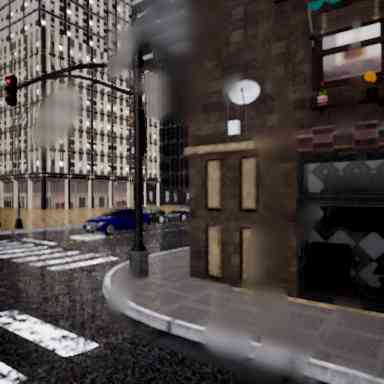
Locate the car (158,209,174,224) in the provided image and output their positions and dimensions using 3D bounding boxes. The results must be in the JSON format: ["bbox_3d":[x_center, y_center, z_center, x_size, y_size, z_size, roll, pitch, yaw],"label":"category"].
[{"bbox_3d":[-3.818,1.860,26.131,2.008,1.369,4.403,-1,-2,35],"label":"car"}]

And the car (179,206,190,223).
[{"bbox_3d":[1.341,1.844,28.720,1.882,1.535,5.008,0,-1,35],"label":"car"}]

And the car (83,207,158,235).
[{"bbox_3d":[-4.463,1.745,20.454,1.812,1.442,4.674,0,-1,33],"label":"car"}]

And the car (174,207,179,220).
[{"bbox_3d":[-0.616,1.941,30.688,2.008,1.369,4.403,-1,-2,35],"label":"car"}]
